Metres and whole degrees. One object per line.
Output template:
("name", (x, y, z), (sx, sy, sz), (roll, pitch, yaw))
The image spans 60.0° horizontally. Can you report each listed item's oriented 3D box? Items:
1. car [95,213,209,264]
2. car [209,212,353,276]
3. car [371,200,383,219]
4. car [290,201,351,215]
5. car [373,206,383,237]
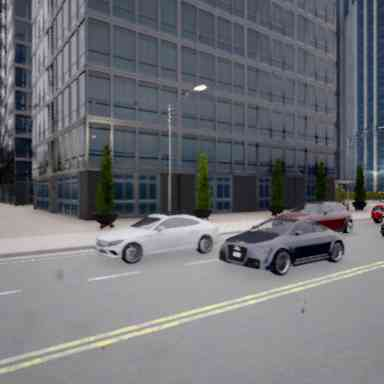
("car", (-1.059, 1.501, 11.834), (4.674, 1.442, 1.812), (0, 0, -35))
("car", (2.861, 1.531, 10.332), (4.181, 1.385, 1.994), (0, 0, -35))
("car", (14.692, 1.124, 23.069), (5.566, 2.045, 2.150), (0, 0, -36))
("car", (6.212, 1.294, 17.023), (4.553, 1.767, 2.097), (0, 0, -35))
("car", (10.927, 1.494, 16.087), (4.181, 1.385, 1.994), (0, 0, -36))
